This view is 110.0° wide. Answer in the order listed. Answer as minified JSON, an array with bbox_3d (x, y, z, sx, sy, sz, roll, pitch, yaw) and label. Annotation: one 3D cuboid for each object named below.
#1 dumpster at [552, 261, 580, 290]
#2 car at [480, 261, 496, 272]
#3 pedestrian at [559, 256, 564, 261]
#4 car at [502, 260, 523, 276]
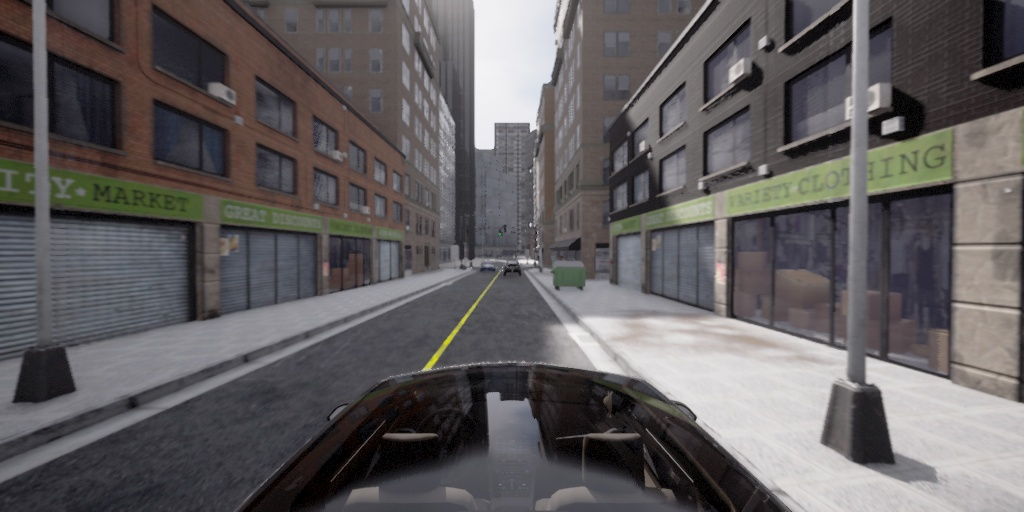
[{"bbox_3d":[3.128,1.144,20.991,1.020,1.700,1.940,0,0,0],"label":"dumpster"},{"bbox_3d":[-3.018,1.278,45.616,2.033,1.411,5.357,0,0,0],"label":"car"},{"bbox_3d":[3.083,0.889,22.350,0.375,1.860,0.375,-1,1,-9],"label":"pedestrian"},{"bbox_3d":[0.052,1.242,37.833,1.837,1.490,4.892,0,0,0],"label":"car"}]
